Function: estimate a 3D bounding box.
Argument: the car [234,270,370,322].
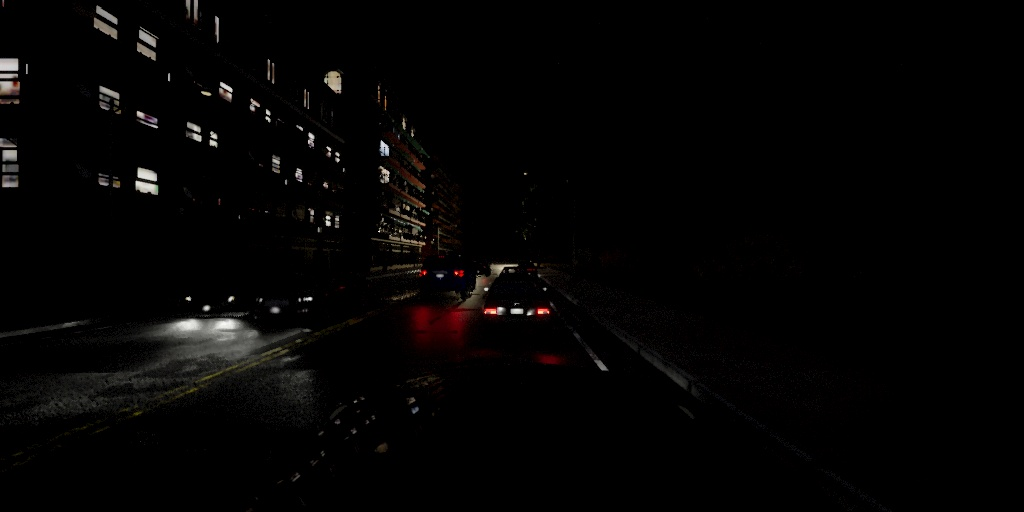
[{"bbox_3d":[-6.594,1.243,12.434,2.128,1.511,4.902,0,0,0],"label":"car"}]

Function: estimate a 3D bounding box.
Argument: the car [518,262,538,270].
[{"bbox_3d":[1.157,1.259,30.755,1.837,1.490,4.892,0,0,0],"label":"car"}]

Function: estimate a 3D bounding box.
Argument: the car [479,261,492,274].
[{"bbox_3d":[-3.127,1.246,35.831,2.128,1.511,4.902,0,0,0],"label":"car"}]

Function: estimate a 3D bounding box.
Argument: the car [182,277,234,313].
[{"bbox_3d":[-9.840,1.300,14.209,2.033,1.411,5.357,0,0,0],"label":"car"}]

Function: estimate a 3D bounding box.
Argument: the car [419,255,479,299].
[{"bbox_3d":[-3.140,0.972,18.320,2.150,2.045,5.566,0,0,0],"label":"car"}]

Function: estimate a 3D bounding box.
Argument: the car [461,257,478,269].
[{"bbox_3d":[-6.554,1.105,55.415,2.097,1.767,4.553,0,0,0],"label":"car"}]

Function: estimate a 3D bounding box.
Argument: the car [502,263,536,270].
[{"bbox_3d":[0.112,1.301,20.987,2.033,1.411,5.357,0,0,0],"label":"car"}]

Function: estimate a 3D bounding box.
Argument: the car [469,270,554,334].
[{"bbox_3d":[0.107,1.299,10.626,2.033,1.411,5.357,0,0,0],"label":"car"}]
